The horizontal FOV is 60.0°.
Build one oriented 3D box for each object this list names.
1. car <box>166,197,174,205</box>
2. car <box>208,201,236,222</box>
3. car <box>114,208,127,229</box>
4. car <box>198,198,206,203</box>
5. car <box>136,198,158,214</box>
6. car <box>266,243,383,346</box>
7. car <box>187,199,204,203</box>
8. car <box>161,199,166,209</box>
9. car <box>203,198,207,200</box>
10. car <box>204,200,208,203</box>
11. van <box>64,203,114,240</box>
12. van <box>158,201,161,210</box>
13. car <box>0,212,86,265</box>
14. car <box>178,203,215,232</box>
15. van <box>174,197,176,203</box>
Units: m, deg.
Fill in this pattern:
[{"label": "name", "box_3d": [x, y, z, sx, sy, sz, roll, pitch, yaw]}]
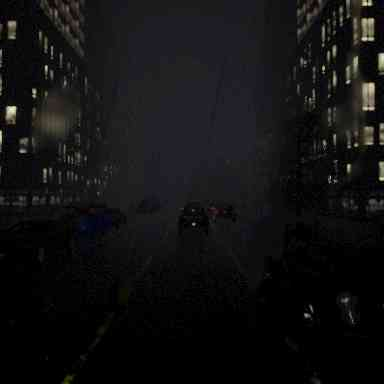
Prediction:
[{"label": "car", "box_3d": [-5.642, 2.190, 74.622, 1.752, 1.417, 4.829, 0, 0, 0]}, {"label": "car", "box_3d": [2.712, 1.708, 29.238, 1.967, 1.590, 4.097, 0, -1, 0]}, {"label": "car", "box_3d": [-5.673, 1.799, 23.565, 1.802, 1.307, 4.206, 0, -1, 0]}, {"label": "car", "box_3d": [2.748, 2.361, 91.846, 2.008, 1.369, 4.403, 0, 0, 0]}, {"label": "car", "box_3d": [-5.662, 1.809, 40.641, 1.967, 1.590, 4.097, 0, -1, 0]}, {"label": "car", "box_3d": [2.698, 1.627, 6.471, 1.947, 1.339, 4.313, 0, -1, 0]}, {"label": "car", "box_3d": [0.123, 1.865, 39.762, 1.837, 1.490, 4.892, 0, -1, 0]}, {"label": "car", "box_3d": [-5.656, 2.034, 52.025, 1.947, 1.339, 4.313, 0, -1, 0]}, {"label": "car", "box_3d": [2.721, 1.945, 46.483, 1.752, 1.417, 4.829, 0, -1, 0]}, {"label": "car", "box_3d": [2.718, 1.950, 40.621, 1.802, 1.307, 4.206, 0, -1, 0]}, {"label": "van", "box_3d": [-5.675, 1.507, 17.875, 1.690, 1.788, 3.998, 0, -1, 0]}, {"label": "van", "box_3d": [-5.658, 1.760, 46.335, 1.690, 1.788, 3.998, 0, -1, 0]}, {"label": "car", "box_3d": [-5.680, 1.659, 12.181, 1.887, 1.381, 4.507, 0, -1, 0]}, {"label": "car", "box_3d": [0.113, 1.692, 21.771, 2.128, 1.511, 4.902, 0, -1, 0]}, {"label": "van", "box_3d": [-5.635, 2.104, 86.178, 1.690, 1.788, 3.998, 0, 0, 0]}]
